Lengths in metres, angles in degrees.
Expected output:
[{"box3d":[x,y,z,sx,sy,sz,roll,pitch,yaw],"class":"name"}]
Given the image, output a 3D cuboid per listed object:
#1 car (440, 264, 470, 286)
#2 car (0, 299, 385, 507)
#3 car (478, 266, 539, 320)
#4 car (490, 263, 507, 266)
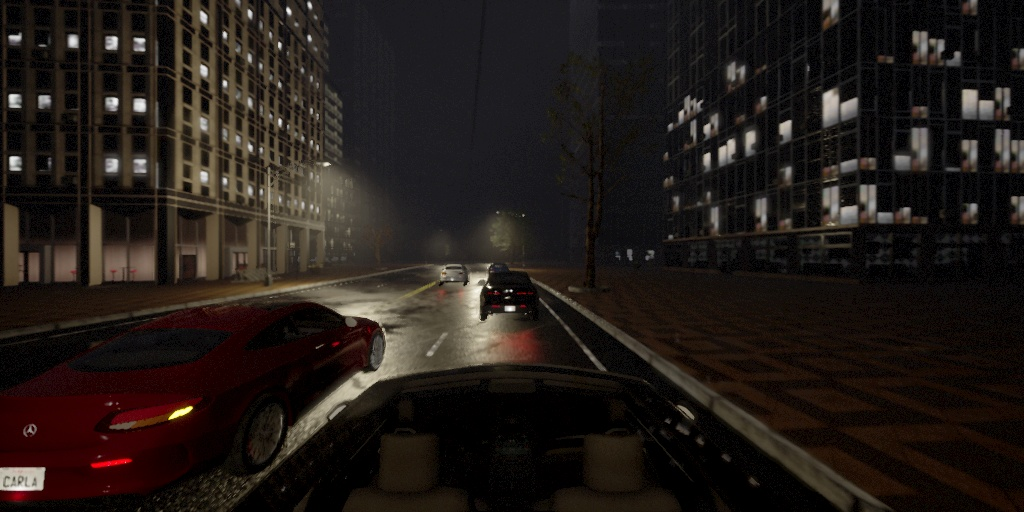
[{"box3d":[-4.010,1.289,25.442,1.812,1.442,4.674,0,0,-4],"class":"car"},{"box3d":[-3.206,1.280,4.629,1.812,1.442,4.674,0,0,-1],"class":"car"},{"box3d":[-0.126,1.257,12.682,1.837,1.490,4.892,0,0,-2],"class":"car"},{"box3d":[-1.187,1.311,31.507,2.033,1.411,5.357,0,0,-5],"class":"car"}]
